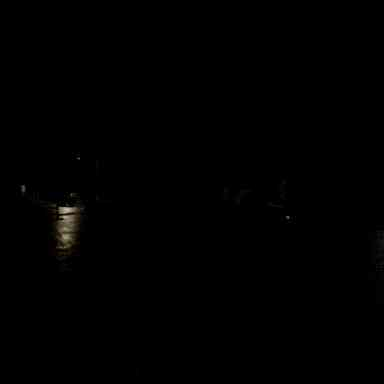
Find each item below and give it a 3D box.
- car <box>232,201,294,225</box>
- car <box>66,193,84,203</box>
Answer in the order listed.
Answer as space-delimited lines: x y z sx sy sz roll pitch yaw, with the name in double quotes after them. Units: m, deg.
4.694 1.347 22.561 1.812 1.442 4.674 -1 1 -33 "car"
-17.919 0.949 50.632 2.128 1.511 4.902 -1 1 -35 "car"
